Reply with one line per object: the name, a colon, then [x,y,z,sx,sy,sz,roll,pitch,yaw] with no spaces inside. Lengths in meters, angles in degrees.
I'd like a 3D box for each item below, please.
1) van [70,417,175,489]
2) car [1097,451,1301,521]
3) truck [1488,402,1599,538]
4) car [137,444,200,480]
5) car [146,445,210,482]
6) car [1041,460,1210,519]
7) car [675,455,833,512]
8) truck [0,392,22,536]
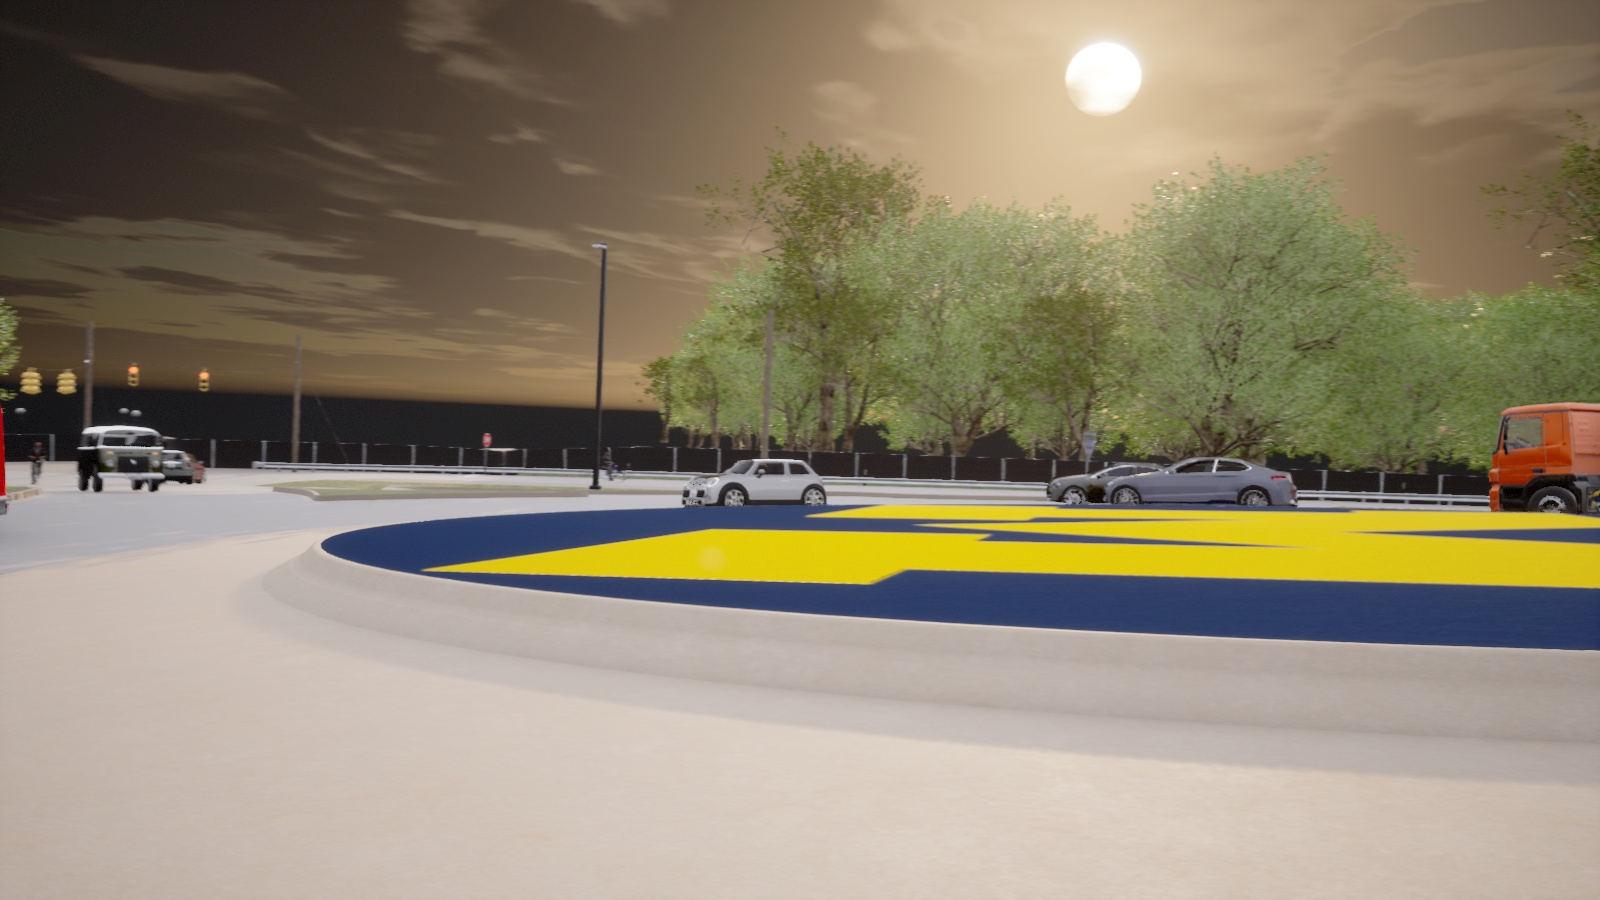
van: [-20.914,0.119,38.692,2.069,2.038,4.480,2,-2,-38]
car: [10.844,0.966,34.108,5.027,1.651,2.152,1,-5,25]
truck: [22.292,0.492,31.890,2.891,3.462,7.936,1,-3,-34]
car: [-27.845,0.525,55.301,1.970,1.475,3.806,2,-1,-34]
car: [-31.321,0.697,63.405,2.097,1.767,4.553,2,-1,-17]
car: [10.191,1.191,39.230,4.902,1.511,2.128,2,1,19]
car: [-1.237,0.939,34.117,3.806,1.475,1.970,2,-2,-32]
truck: [-14.830,0.247,19.414,2.627,2.467,5.204,3,2,-5]
